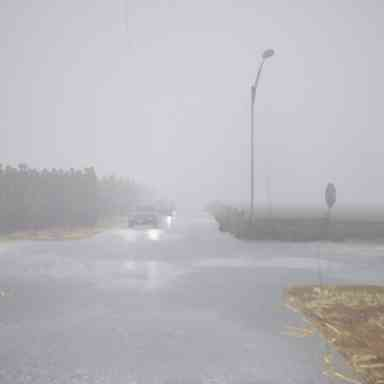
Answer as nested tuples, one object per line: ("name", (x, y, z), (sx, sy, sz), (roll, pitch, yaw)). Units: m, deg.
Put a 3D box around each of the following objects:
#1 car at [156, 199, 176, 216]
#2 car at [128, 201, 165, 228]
("car", (-3.149, 1.576, 35.363), (2.097, 1.767, 4.553), (0, 0, 0))
("car", (-3.169, 1.599, 22.959), (1.837, 1.490, 4.892), (0, -1, 0))
